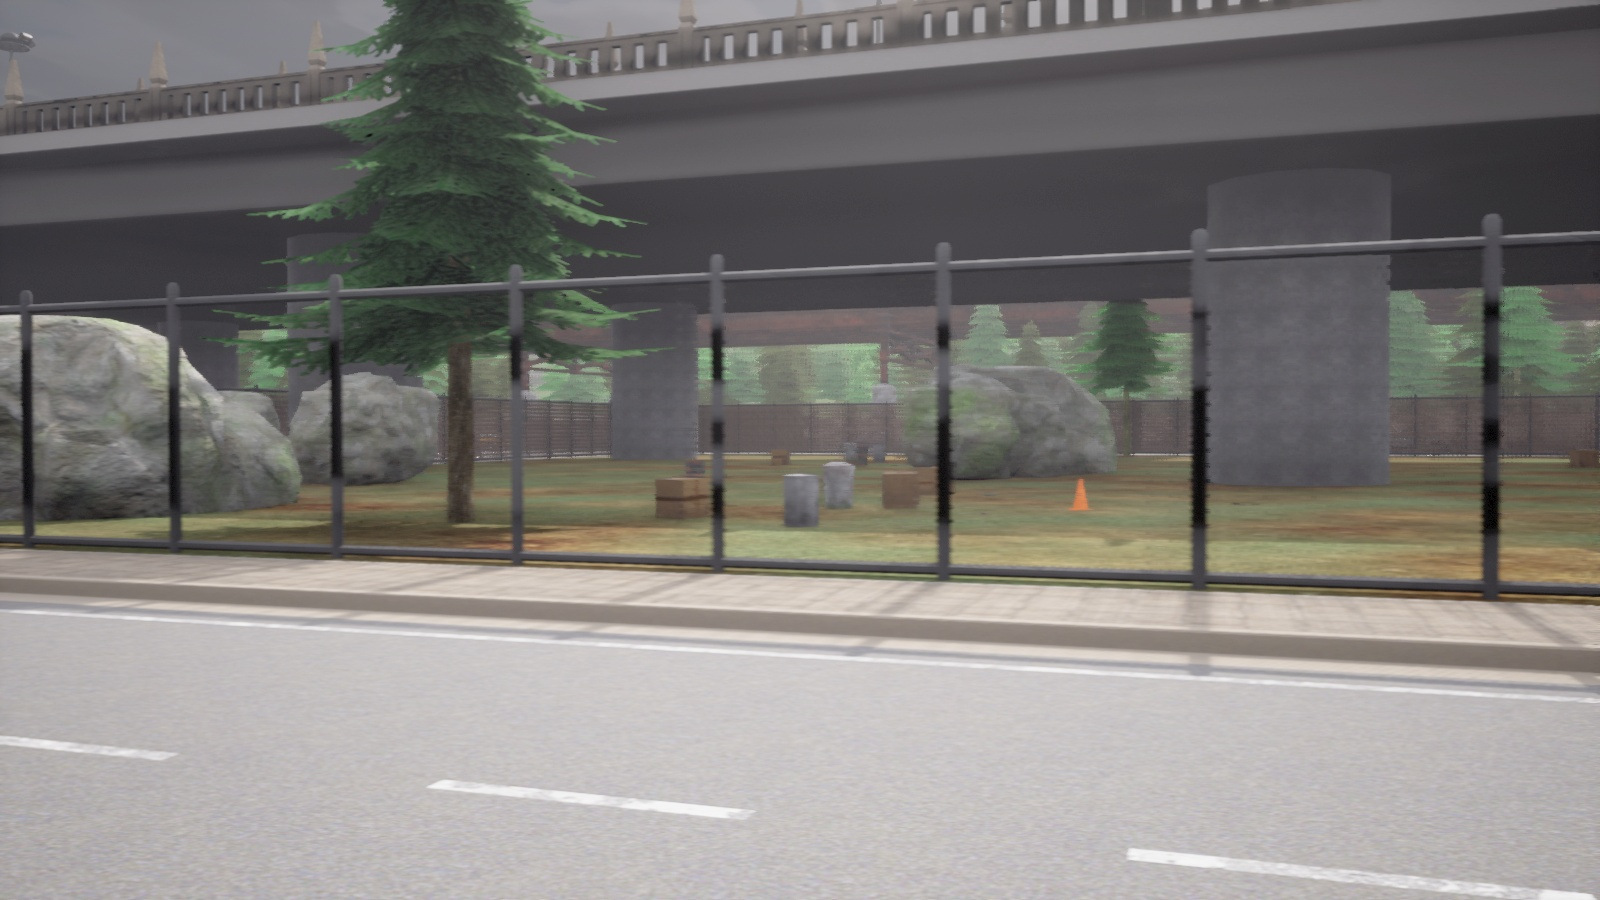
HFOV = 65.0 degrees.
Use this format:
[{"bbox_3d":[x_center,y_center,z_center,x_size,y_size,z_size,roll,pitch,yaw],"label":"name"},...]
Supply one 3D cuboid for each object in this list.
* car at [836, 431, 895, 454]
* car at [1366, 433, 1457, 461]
[{"bbox_3d":[4.511,-0.510,86.677,3.705,1.549,1.789,1,1,19],"label":"car"},{"bbox_3d":[35.196,-0.198,72.391,4.514,1.525,2.007,1,1,19],"label":"car"}]
